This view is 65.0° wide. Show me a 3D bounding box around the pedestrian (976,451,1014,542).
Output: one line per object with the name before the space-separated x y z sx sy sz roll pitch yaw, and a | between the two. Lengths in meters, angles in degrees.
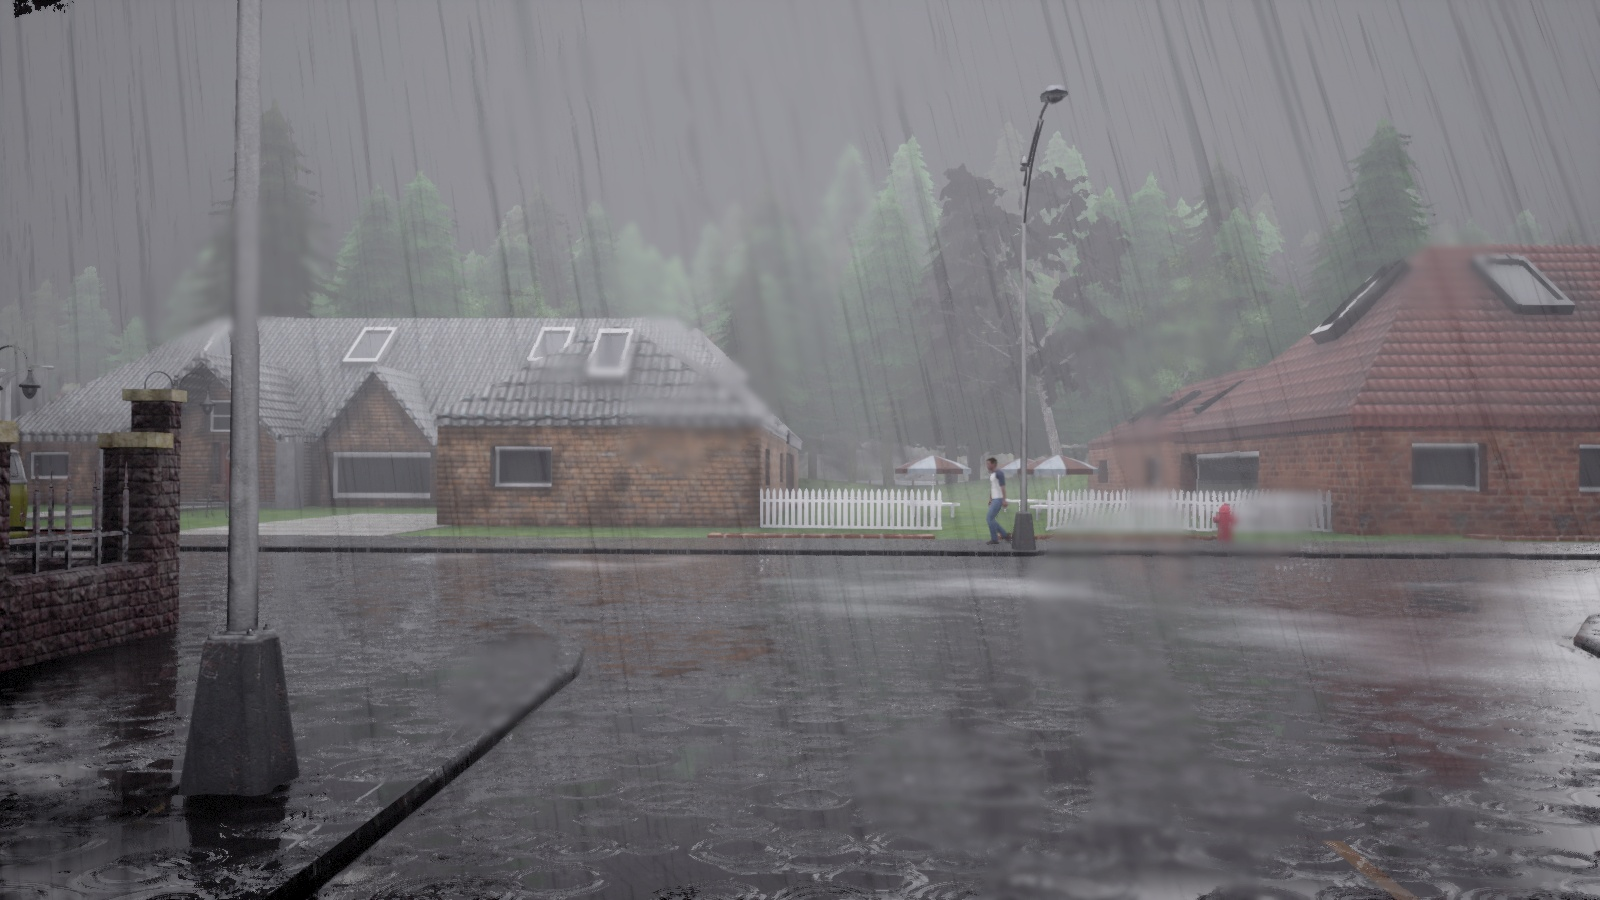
pedestrian | 3.925 0.933 25.310 0.706 1.836 0.354 0 -1 1

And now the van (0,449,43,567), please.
van | -15.729 0.992 21.604 4.442 1.987 1.775 0 -1 5
